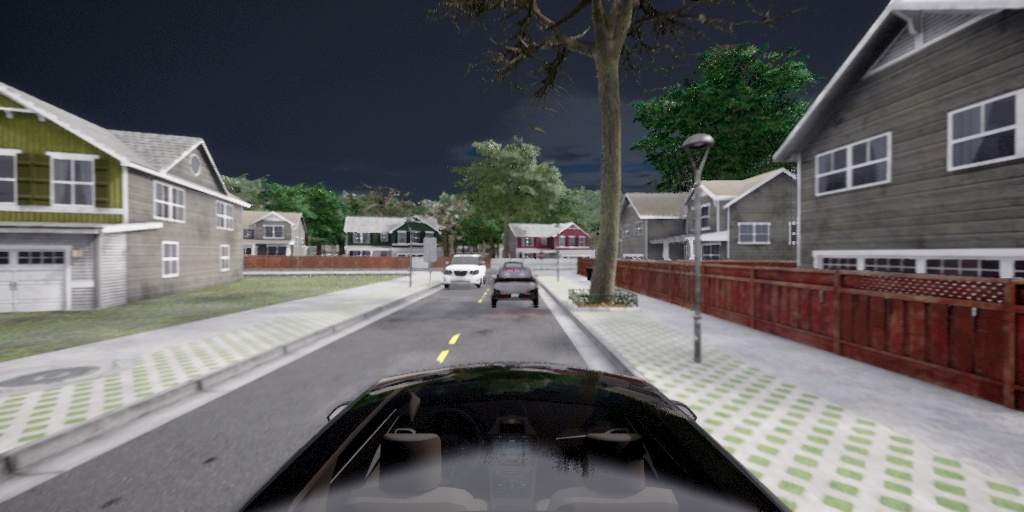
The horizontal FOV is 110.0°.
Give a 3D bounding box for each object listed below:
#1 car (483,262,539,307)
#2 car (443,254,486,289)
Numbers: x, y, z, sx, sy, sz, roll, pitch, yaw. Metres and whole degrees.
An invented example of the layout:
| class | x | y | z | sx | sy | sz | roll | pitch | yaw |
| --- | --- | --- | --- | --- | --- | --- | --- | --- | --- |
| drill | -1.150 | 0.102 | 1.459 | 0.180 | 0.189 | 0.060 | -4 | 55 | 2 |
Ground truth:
| class | x | y | z | sx | sy | sz | roll | pitch | yaw |
| --- | --- | --- | --- | --- | --- | --- | --- | --- | --- |
| car | 0.109 | 1.195 | 15.185 | 2.128 | 1.511 | 4.902 | 0 | 0 | 0 |
| car | -2.816 | 0.895 | 22.411 | 2.150 | 2.045 | 5.566 | 0 | 0 | 0 |
